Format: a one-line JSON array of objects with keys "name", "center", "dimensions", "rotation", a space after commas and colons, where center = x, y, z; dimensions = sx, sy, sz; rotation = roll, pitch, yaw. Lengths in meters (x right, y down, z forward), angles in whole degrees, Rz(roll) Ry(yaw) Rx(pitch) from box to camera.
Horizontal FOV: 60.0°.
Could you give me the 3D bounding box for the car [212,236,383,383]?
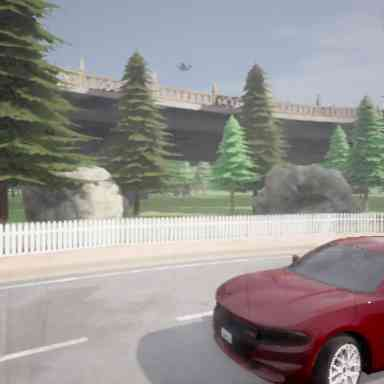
[{"name": "car", "center": [2.714, 1.439, 4.936], "dimensions": [5.008, 1.535, 1.882], "rotation": [0, 0, -23]}]
